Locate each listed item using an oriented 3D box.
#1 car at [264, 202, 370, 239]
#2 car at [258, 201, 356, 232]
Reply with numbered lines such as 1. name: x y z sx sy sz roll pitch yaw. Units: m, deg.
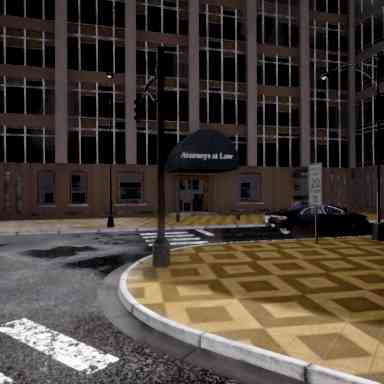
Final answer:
1. car: 6.082 1.309 15.891 4.902 1.511 2.128 0 0 -14
2. car: 6.480 1.313 18.925 4.902 1.511 2.128 0 0 -14
